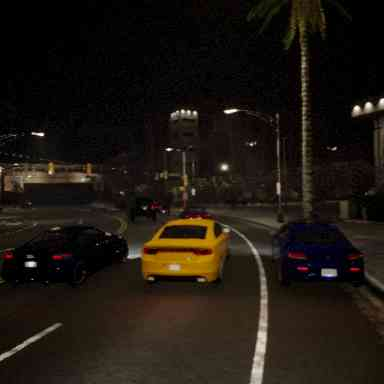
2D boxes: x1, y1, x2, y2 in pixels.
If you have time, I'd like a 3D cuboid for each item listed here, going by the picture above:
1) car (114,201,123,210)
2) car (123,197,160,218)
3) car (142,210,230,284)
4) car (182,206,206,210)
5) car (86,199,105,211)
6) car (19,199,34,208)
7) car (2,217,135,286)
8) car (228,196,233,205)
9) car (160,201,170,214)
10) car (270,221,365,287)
[{"bbox_3d":[-10.748,2.107,51.994,1.994,1.385,4.181,-1,0,-26],"label":"car"},{"bbox_3d":[-4.707,1.505,30.398,2.150,2.045,5.566,-1,0,-16],"label":"car"},{"bbox_3d":[0.032,1.537,9.832,1.882,1.535,5.008,-1,-1,10],"label":"car"},{"bbox_3d":[0.167,1.704,23.712,1.994,1.385,4.181,-1,0,-7],"label":"car"},{"bbox_3d":[-14.986,2.163,52.690,1.812,1.442,4.674,-1,0,-26],"label":"car"},{"bbox_3d":[-35.848,2.680,72.265,2.097,1.535,5.008,-1,0,-27],"label":"car"},{"bbox_3d":[-3.467,1.698,9.912,1.994,1.385,4.181,-1,0,11],"label":"car"},{"bbox_3d":[7.311,1.444,57.029,2.185,1.767,4.553,-1,0,-27],"label":"car"},{"bbox_3d":[-3.962,1.816,37.464,1.837,1.490,4.892,-1,0,-23],"label":"car"},{"bbox_3d":[3.207,1.512,9.160,1.812,1.442,4.674,-1,0,9],"label":"car"}]
